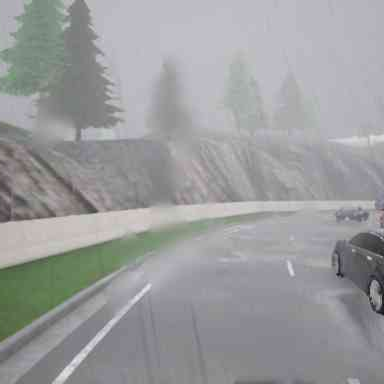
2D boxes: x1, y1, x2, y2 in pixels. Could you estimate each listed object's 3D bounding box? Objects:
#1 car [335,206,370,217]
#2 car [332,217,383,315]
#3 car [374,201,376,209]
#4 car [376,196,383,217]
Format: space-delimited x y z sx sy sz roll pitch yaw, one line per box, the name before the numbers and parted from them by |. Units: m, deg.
car | 13.507 1.813 27.817 1.895 1.301 4.718 0 0 37
car | 4.602 1.571 7.515 1.837 1.490 4.892 0 0 10
car | 26.690 1.609 44.175 5.566 2.045 2.150 0 0 -28
car | 10.962 1.376 16.716 2.150 2.045 5.566 0 0 23
